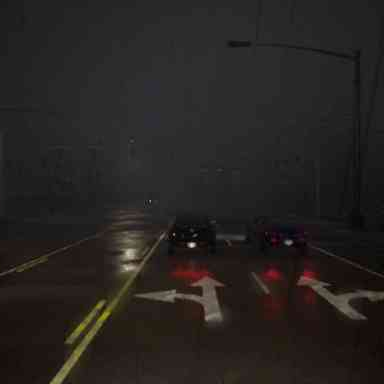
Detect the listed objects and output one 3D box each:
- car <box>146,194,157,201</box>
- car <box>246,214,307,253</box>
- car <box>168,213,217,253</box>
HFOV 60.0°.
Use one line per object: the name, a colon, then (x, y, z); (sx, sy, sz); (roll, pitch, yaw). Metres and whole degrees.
car: (-10.308, 1.353, 83.664); (1.837, 1.490, 4.892); (0, 0, -23)
car: (3.508, 1.666, 14.362); (1.812, 1.442, 4.674); (0, 0, 0)
car: (0.007, 1.647, 14.303); (1.837, 1.490, 4.892); (0, 0, 0)
